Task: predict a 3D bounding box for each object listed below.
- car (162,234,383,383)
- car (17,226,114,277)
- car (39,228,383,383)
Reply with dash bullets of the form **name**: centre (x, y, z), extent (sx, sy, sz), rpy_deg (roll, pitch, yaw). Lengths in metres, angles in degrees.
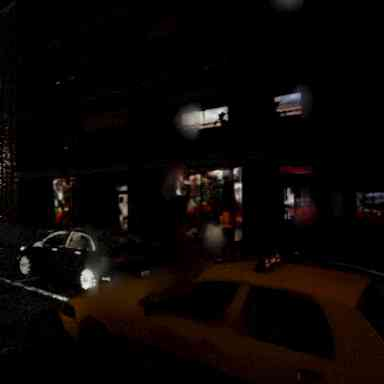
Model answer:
- **car**: centre (1.806, 1.578, 5.279), extent (4.313, 1.339, 1.947), rpy_deg (0, -1, 36)
- **car**: centre (-2.799, 1.559, 8.565), extent (4.403, 1.369, 2.008), rpy_deg (0, -1, 36)
- **car**: centre (0.607, 1.463, 3.821), extent (5.366, 1.575, 1.801), rpy_deg (0, 0, 35)
